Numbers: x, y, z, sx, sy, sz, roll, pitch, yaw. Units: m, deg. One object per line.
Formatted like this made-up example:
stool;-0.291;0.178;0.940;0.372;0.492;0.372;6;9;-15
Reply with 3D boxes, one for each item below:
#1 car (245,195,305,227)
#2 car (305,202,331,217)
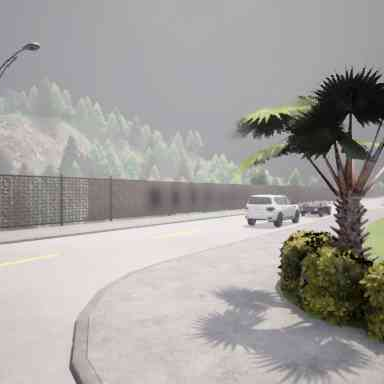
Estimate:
car;5.660;1.222;23.040;2.150;2.045;5.566;0;0;36
car;11.779;1.602;31.592;1.895;1.301;4.718;0;0;35
